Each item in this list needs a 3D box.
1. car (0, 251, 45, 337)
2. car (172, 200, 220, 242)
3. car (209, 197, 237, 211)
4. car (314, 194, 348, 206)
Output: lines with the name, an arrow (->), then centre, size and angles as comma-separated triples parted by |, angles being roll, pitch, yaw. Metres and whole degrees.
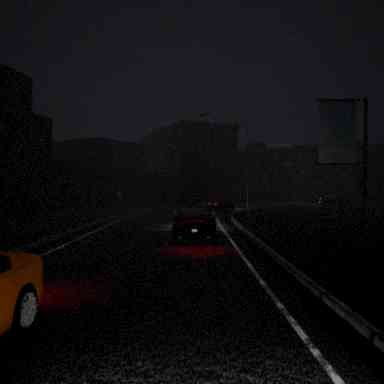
car -> -3.595, 1.495, 3.982 | 1.882, 1.535, 5.008 | 0, 0, 0
car -> 0.107, 1.379, 15.995 | 1.882, 1.535, 5.008 | 0, 1, 0
car -> 2.897, 1.182, 34.328 | 2.033, 1.411, 5.357 | 1, 1, 28
car -> 20.491, 1.030, 49.071 | 4.553, 1.767, 2.097 | 1, 2, -4
